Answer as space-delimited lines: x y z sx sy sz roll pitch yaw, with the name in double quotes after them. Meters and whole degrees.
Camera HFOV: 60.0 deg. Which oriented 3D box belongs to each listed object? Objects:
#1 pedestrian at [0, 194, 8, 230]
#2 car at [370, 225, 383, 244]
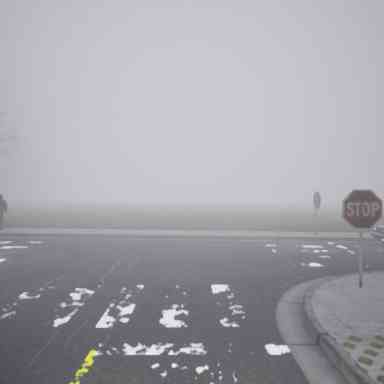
-9.699 0.990 16.883 0.375 1.860 0.375 0 -1 0 "pedestrian"
10.291 1.748 14.105 4.718 1.301 1.895 1 0 0 "car"
